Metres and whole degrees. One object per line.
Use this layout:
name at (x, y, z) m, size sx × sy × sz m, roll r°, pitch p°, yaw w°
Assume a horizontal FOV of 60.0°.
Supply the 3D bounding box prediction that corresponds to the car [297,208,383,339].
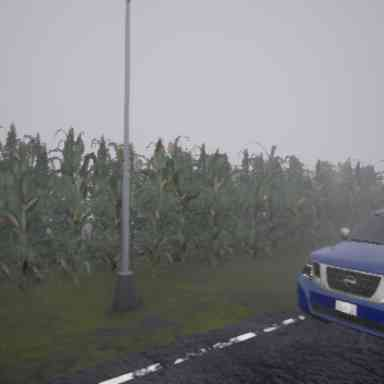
car at (4.378, 1.304, 6.246) m, size 5.566 × 2.045 × 2.150 m, roll 1°, pitch -1°, yaw -36°
